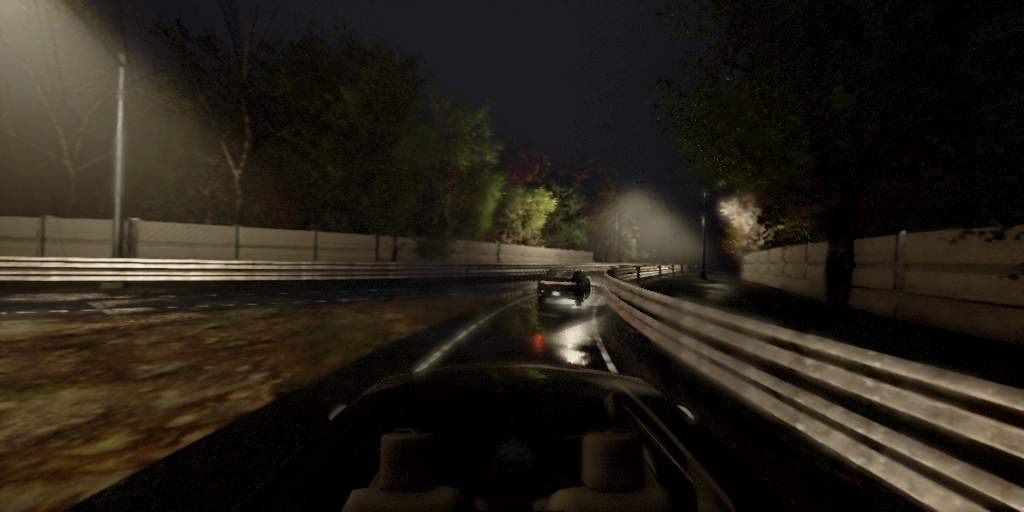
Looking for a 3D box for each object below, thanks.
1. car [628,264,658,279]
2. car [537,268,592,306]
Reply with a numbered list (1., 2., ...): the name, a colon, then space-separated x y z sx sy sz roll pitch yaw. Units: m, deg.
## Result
1. car: 13.573 1.632 37.649 1.994 1.385 4.181 2 0 32
2. car: 2.470 1.276 16.229 2.128 1.511 4.902 2 0 18
